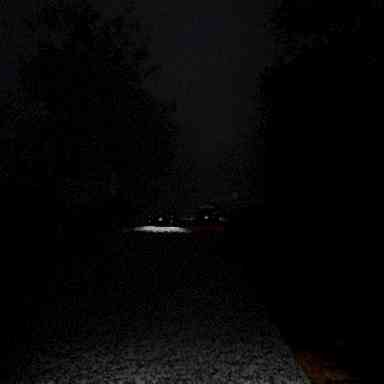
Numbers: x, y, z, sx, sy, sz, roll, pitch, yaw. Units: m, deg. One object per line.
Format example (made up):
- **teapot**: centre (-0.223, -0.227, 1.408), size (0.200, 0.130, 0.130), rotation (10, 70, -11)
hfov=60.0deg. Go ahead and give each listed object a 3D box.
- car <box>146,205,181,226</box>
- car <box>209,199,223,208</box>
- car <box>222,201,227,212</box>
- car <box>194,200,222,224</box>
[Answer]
- **car**: centre (-1.889, 1.593, 23.525), size (1.994, 1.385, 4.181), rotation (0, 0, 5)
- **car**: centre (4.611, 2.170, 63.556), size (1.812, 1.442, 4.674), rotation (1, -1, 14)
- **car**: centre (3.381, 1.820, 42.775), size (2.033, 1.411, 5.357), rotation (0, -1, 9)
- **car**: centre (1.191, 1.579, 25.023), size (1.812, 1.442, 4.674), rotation (0, -1, 5)
